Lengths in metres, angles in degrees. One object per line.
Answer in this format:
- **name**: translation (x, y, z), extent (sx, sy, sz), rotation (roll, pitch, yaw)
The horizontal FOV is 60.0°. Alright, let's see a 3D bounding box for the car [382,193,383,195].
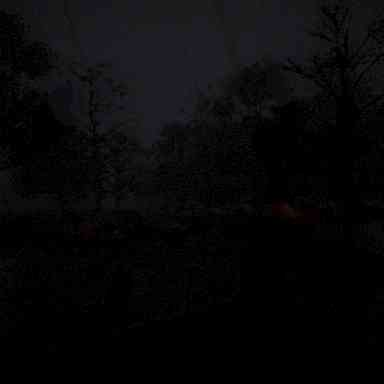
- **car**: translation (18.889, 1.149, 31.104), extent (4.553, 1.767, 2.185), rotation (-1, 0, 31)

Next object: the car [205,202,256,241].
- **car**: translation (0.259, 1.440, 16.458), extent (5.008, 1.535, 2.097), rotation (-1, 0, 33)

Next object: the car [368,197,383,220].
- **car**: translation (11.968, 1.377, 25.520), extent (4.674, 1.452, 2.002), rotation (-1, 0, 32)

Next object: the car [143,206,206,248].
- **car**: translation (-2.090, 1.490, 14.680), extent (4.792, 1.488, 2.163), rotation (-1, -1, 34)

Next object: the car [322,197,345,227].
- **car**: translation (7.338, 1.252, 21.839), extent (4.553, 1.767, 2.185), rotation (-1, 0, 32)

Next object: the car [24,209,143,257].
- **car**: translation (-4.535, 1.512, 12.953), extent (4.792, 1.488, 2.163), rotation (-1, 0, 34)

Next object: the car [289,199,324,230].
- **car**: translation (4.814, 1.399, 20.143), extent (5.366, 1.575, 1.946), rotation (-1, 0, 33)

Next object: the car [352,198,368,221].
- **car**: translation (9.649, 1.398, 23.679), extent (4.674, 1.452, 2.002), rotation (-1, 0, 32)

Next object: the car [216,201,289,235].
- **car**: translation (2.593, 1.295, 18.269), extent (4.553, 1.767, 2.185), rotation (-1, -1, 33)
